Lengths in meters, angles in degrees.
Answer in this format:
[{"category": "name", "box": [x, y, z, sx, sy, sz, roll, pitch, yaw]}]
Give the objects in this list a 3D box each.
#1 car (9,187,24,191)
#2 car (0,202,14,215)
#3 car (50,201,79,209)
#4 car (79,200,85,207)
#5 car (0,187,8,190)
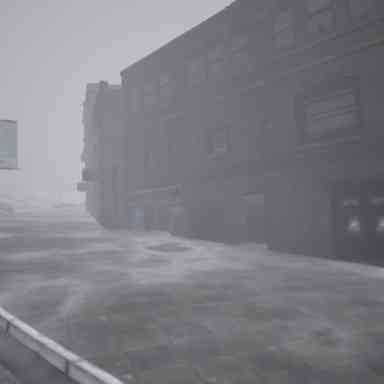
[{"category": "car", "box": [-44.564, -0.476, 82.130, 2.002, 1.452, 4.674, -4, -4, 11]}, {"category": "car", "box": [-22.244, 1.909, 38.400, 1.837, 1.490, 4.892, -3, 0, -8]}, {"category": "car", "box": [-22.585, 2.341, 58.496, 1.895, 1.301, 4.718, -4, -2, 17]}, {"category": "car", "box": [-23.061, 2.506, 69.224, 1.882, 1.535, 5.008, -4, -2, 19]}, {"category": "car", "box": [-45.687, -0.749, 76.733, 2.163, 1.488, 4.792, -4, -4, 13]}]
